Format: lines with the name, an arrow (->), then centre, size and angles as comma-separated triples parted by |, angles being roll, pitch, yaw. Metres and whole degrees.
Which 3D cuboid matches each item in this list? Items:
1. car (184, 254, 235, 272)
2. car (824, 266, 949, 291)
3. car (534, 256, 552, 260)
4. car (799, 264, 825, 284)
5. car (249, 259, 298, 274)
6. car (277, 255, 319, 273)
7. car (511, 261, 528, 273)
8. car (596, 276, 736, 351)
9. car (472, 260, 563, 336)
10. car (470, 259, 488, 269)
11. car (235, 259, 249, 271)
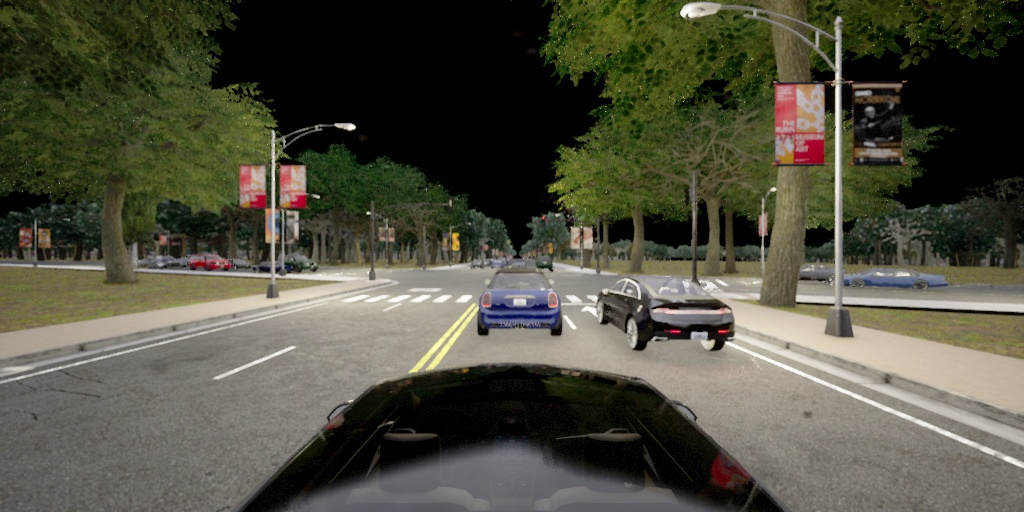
car -> -37.124, 0.827, 43.986 | 5.566, 2.045, 2.150 | 0, 0, 24
car -> 24.560, 1.472, 23.621 | 5.357, 1.411, 2.033 | 0, 0, 24
car -> 4.235, 1.023, 48.318 | 2.150, 2.045, 5.566 | 0, 0, 1
car -> 22.878, 1.400, 27.930 | 4.902, 1.511, 2.128 | 0, 0, 25
car -> -25.944, 1.261, 38.950 | 4.718, 1.301, 1.895 | 0, 0, 27
car -> -25.443, 0.879, 42.306 | 5.566, 2.045, 2.150 | 0, 0, 24
car -> 0.941, 1.344, 45.327 | 2.033, 1.411, 5.357 | 0, 0, 1
car -> 3.449, 1.249, 8.993 | 2.128, 1.511, 4.902 | 0, 0, 0
car -> 0.216, 1.111, 10.588 | 2.097, 1.767, 4.553 | 0, 0, 1
car -> -5.468, 1.316, 57.058 | 1.837, 1.490, 4.892 | 0, 0, 2
car -> -36.300, 1.109, 47.193 | 4.892, 1.490, 1.837 | 0, 0, 25
